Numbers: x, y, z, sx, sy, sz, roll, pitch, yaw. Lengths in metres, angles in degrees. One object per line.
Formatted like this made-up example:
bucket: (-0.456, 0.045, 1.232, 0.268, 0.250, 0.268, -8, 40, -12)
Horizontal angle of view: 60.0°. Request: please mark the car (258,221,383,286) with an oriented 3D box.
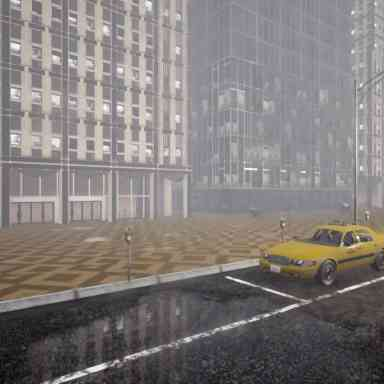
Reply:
car: (3.964, 1.526, 9.409, 4.829, 1.417, 1.752, 0, 0, -36)
